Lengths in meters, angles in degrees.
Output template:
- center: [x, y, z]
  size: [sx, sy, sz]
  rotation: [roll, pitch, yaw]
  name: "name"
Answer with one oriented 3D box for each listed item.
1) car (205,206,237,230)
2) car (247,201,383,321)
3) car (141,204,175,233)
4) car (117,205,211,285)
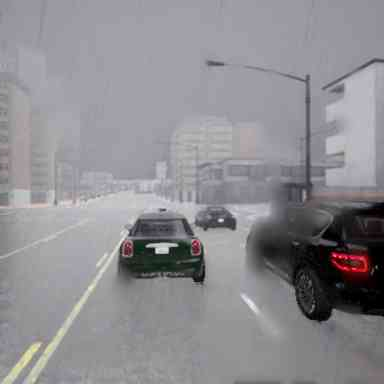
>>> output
- center: [1.382, 1.549, 20.589]
  size: [1.994, 1.385, 4.181]
  rotation: [0, 0, -7]
  name: "car"
- center: [2.892, 1.207, 7.478]
  size: [2.150, 2.045, 5.566]
  rotation: [0, 0, -6]
  name: "car"
- center: [-2.141, 1.526, 20.493]
  size: [1.812, 1.442, 4.674]
  rotation: [0, 0, -7]
  name: "car"
- center: [-0.901, 1.354, 9.758]
  size: [2.097, 1.767, 4.553]
  rotation: [0, 0, -6]
  name: "car"
